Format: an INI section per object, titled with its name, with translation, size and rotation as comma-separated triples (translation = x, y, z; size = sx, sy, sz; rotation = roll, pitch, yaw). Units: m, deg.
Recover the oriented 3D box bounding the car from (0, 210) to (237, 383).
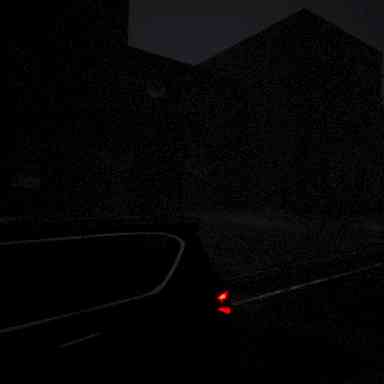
[car]
translation = -2.167, 1.223, 2.445
size = 5.566, 2.045, 2.150
rotation = 0, 0, -36
